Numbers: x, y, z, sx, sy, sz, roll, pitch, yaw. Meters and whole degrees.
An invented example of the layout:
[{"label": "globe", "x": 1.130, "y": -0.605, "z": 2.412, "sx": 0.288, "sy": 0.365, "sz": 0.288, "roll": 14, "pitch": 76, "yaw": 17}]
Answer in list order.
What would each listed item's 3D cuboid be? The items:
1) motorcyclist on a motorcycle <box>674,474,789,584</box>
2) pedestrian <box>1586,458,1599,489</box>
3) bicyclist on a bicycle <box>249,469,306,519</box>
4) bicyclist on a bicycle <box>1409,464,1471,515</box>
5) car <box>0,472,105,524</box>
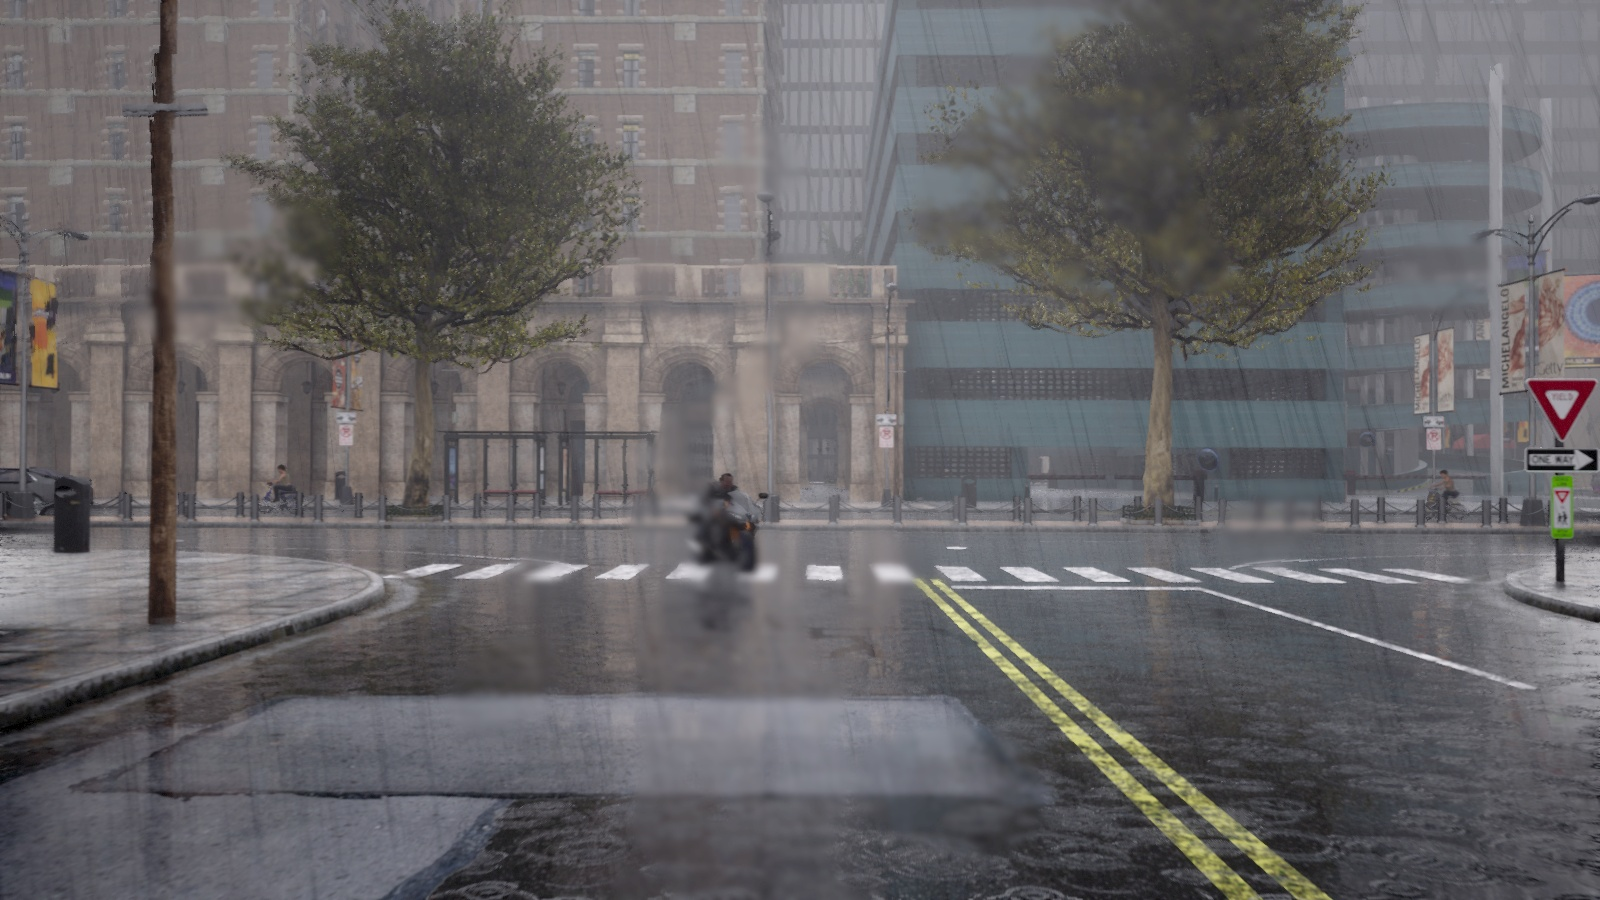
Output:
[{"label": "motorcyclist on a motorcycle", "x": -1.070, "y": 1.135, "z": 18.930, "sx": 0.866, "sy": 1.530, "sz": 2.191, "roll": -1, "pitch": 0, "yaw": -28}, {"label": "pedestrian", "x": 49.807, "y": 1.458, "z": 78.525, "sx": 0.659, "sy": 1.952, "sz": 0.873, "roll": 0, "pitch": -1, "yaw": -3}, {"label": "bicyclist on a bicycle", "x": -17.062, "y": 1.428, "z": 41.024, "sx": 1.509, "sy": 1.612, "sz": 0.866, "roll": 0, "pitch": -1, "yaw": 1}, {"label": "bicyclist on a bicycle", "x": 20.539, "y": 1.275, "z": 40.325, "sx": 1.509, "sy": 1.612, "sz": 0.866, "roll": 0, "pitch": -1, "yaw": 1}, {"label": "car", "x": -23.880, "y": 1.423, "z": 37.655, "sx": 4.902, "sy": 1.511, "sz": 2.128, "roll": 0, "pitch": -1, "yaw": 1}]
